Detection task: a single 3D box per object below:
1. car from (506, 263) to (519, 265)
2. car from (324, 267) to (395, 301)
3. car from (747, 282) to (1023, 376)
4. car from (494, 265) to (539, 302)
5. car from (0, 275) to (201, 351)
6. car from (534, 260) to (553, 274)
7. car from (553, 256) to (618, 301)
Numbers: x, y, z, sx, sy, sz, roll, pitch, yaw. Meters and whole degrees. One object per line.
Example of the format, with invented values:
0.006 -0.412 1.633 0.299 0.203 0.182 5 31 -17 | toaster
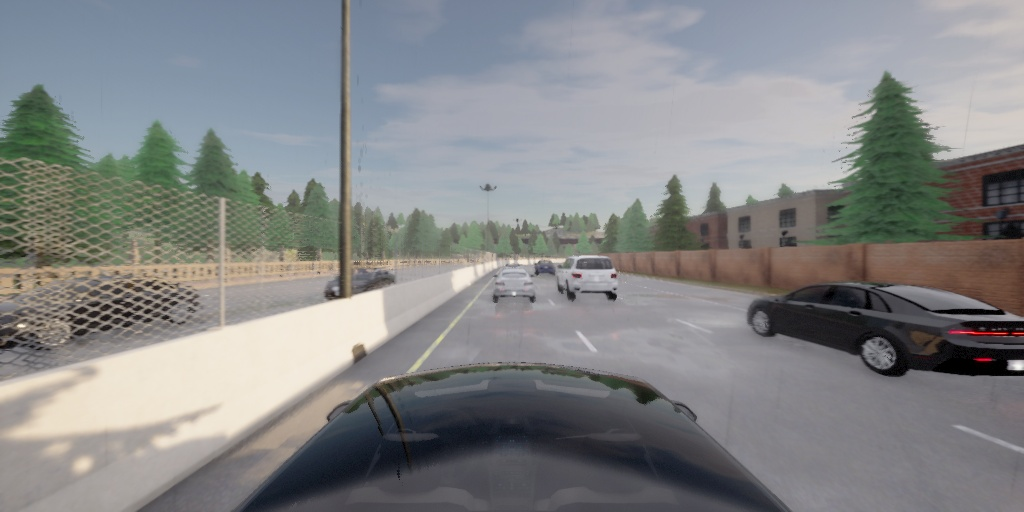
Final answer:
0.094 1.469 41.973 1.895 1.301 4.718 0 0 0 | car
-7.065 1.288 17.226 2.128 1.511 4.902 0 0 0 | car
7.101 1.274 7.448 1.837 1.490 4.892 0 0 0 | car
0.099 1.321 17.265 1.812 1.442 4.674 0 0 0 | car
-10.593 1.275 9.090 1.837 1.490 4.892 0 0 0 | car
3.593 1.215 39.960 2.097 1.767 4.553 0 0 0 | car
3.599 1.020 17.919 2.150 2.045 5.566 0 0 0 | car
